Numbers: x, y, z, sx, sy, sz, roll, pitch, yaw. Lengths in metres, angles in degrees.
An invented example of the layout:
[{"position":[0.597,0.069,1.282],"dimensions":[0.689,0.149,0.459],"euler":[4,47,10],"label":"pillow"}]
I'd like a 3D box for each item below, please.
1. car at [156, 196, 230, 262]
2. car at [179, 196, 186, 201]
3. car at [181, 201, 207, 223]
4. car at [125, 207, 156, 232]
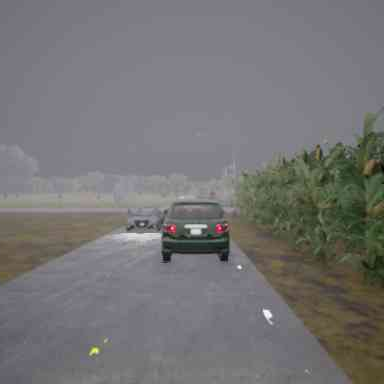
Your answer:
[{"position":[0.117,1.238,12.343],"dimensions":[2.150,2.045,5.566],"euler":[0,0,0],"label":"car"},{"position":[-2.459,1.809,90.652],"dimensions":[1.812,1.442,4.674],"euler":[0,0,0],"label":"car"},{"position":[0.162,1.535,26.839],"dimensions":[1.882,1.535,5.008],"euler":[0,0,0],"label":"car"},{"position":[-2.770,1.602,20.393],"dimensions":[1.994,1.385,4.181],"euler":[0,0,0],"label":"car"}]
